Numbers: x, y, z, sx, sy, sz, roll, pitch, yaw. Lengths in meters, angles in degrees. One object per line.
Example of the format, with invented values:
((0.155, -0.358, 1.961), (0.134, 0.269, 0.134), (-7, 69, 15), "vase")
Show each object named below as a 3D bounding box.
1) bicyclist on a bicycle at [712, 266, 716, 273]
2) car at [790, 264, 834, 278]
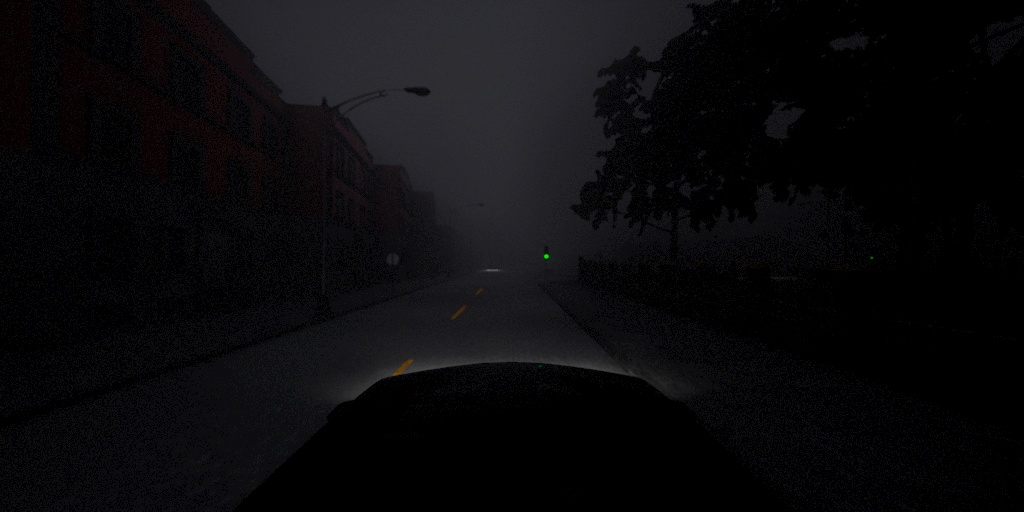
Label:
((17.843, 1.439, 32.187), (0.582, 1.620, 1.656), (0, -1, 0), "bicyclist on a bicycle")
((34.314, 1.660, 40.498), (5.008, 1.535, 1.882), (0, -1, 0), "car")
